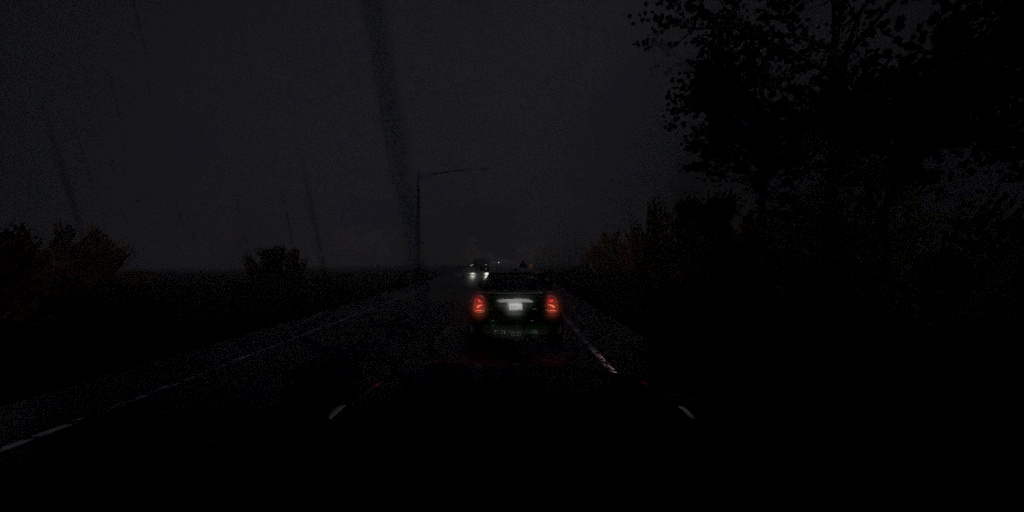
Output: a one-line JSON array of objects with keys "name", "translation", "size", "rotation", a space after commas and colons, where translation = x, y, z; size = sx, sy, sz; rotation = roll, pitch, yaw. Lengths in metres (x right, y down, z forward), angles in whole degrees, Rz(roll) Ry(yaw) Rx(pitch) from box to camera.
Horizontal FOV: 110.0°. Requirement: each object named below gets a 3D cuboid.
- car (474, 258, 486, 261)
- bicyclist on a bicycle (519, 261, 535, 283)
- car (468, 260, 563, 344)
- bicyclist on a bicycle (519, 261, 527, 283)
[{"name": "car", "translation": [-3.873, 1.089, 43.905], "size": [2.097, 1.767, 4.553], "rotation": [0, 0, -1]}, {"name": "bicyclist on a bicycle", "translation": [0.904, 1.180, 17.095], "size": [0.866, 1.612, 1.509], "rotation": [0, 0, 0]}, {"name": "car", "translation": [0.073, 1.099, 9.751], "size": [2.097, 1.767, 4.553], "rotation": [0, 0, 0]}, {"name": "bicyclist on a bicycle", "translation": [0.842, 1.193, 27.212], "size": [0.582, 1.620, 1.656], "rotation": [0, 0, 0]}]
